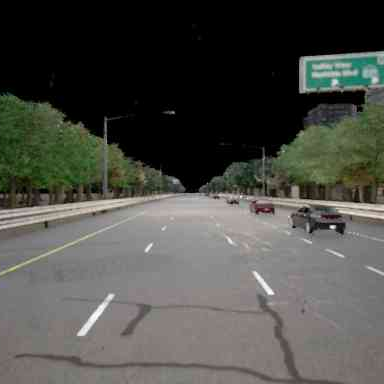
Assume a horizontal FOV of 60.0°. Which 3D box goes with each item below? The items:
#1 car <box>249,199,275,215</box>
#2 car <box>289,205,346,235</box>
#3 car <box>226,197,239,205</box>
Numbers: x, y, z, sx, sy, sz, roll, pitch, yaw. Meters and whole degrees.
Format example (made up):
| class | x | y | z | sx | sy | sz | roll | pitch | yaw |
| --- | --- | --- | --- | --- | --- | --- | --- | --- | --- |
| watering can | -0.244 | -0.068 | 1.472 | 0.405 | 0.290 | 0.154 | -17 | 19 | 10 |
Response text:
| class | x | y | z | sx | sy | sz | roll | pitch | yaw |
| --- | --- | --- | --- | --- | --- | --- | --- | --- | --- |
| car | 7.022 | 1.489 | 33.698 | 1.882 | 1.535 | 5.008 | 0 | 0 | 0 |
| car | 7.011 | 1.503 | 18.981 | 1.837 | 1.490 | 4.892 | 0 | 0 | 0 |
| car | 7.040 | 1.592 | 58.587 | 1.895 | 1.301 | 4.718 | 0 | 0 | 0 |
